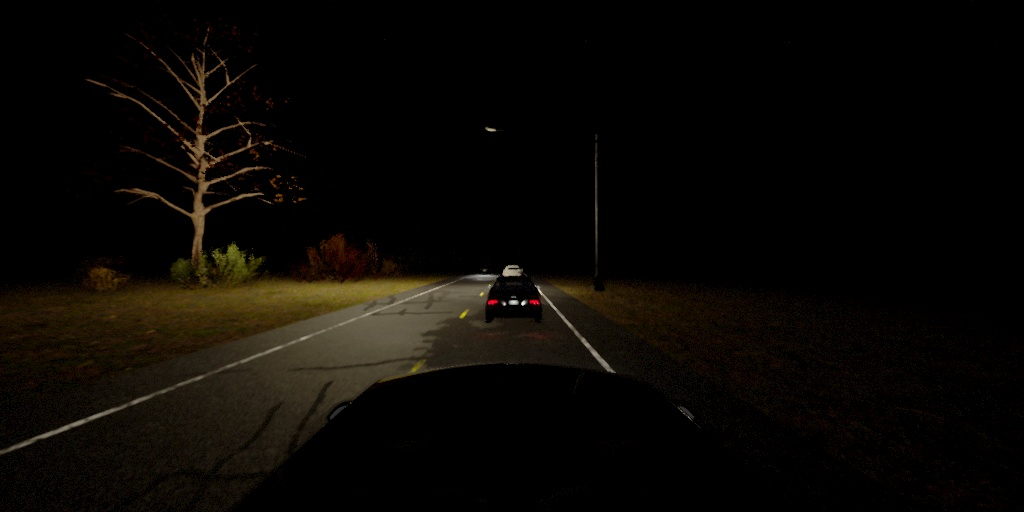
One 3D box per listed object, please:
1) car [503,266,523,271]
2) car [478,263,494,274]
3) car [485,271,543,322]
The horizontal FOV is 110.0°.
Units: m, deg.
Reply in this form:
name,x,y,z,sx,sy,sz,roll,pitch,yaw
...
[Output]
name,x,y,z,sx,sy,sz,roll,pitch,yaw
car,0.090,1.629,33.898,1.812,1.442,4.674,0,-1,0
car,-3.578,1.772,49.867,2.128,1.511,4.902,0,-1,0
car,0.066,1.419,12.892,2.033,1.411,5.357,0,-1,0
